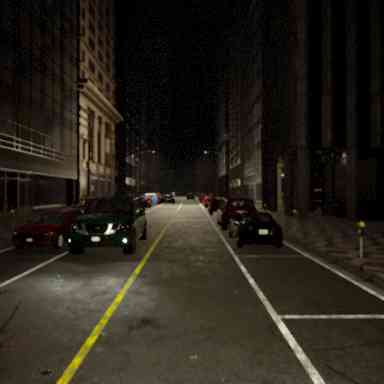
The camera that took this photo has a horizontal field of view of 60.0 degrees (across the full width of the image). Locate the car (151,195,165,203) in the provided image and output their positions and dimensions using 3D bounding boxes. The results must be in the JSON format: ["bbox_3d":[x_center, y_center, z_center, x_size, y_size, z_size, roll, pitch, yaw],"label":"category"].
[{"bbox_3d":[-6.055,1.226,59.308,2.008,1.369,4.403,1,0,0],"label":"car"}]

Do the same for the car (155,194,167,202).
[{"bbox_3d":[-6.075,1.184,64.932,1.887,1.381,4.507,1,0,0],"label":"car"}]

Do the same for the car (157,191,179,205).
[{"bbox_3d":[-3.150,0.941,43.321,1.994,1.385,4.181,0,0,0],"label":"car"}]

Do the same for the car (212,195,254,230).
[{"bbox_3d":[2.610,1.219,19.962,2.192,1.841,5.009,0,0,0],"label":"car"}]

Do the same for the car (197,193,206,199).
[{"bbox_3d":[2.392,1.070,81.831,2.008,1.369,4.403,1,0,0],"label":"car"}]

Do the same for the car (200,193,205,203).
[{"bbox_3d":[2.510,1.284,48.085,1.887,1.381,4.507,1,0,0],"label":"car"}]

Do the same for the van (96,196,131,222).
[{"bbox_3d":[-5.936,1.223,25.559,1.690,1.788,3.998,0,0,0],"label":"van"}]

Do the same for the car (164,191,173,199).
[{"bbox_3d":[-6.151,0.804,87.429,2.192,1.841,5.009,1,0,0],"label":"car"}]

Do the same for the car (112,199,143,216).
[{"bbox_3d":[-5.957,1.401,31.185,2.008,1.369,4.403,1,0,0],"label":"car"}]

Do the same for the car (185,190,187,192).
[{"bbox_3d":[-0.293,0.862,84.365,2.128,1.511,4.902,0,0,0],"label":"car"}]

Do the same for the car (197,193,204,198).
[{"bbox_3d":[2.352,1.026,93.081,1.802,1.307,4.206,1,0,0],"label":"car"}]

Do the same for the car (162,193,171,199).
[{"bbox_3d":[-6.134,1.071,81.806,1.887,1.381,4.507,1,0,0],"label":"car"}]

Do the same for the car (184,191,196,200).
[{"bbox_3d":[-0.258,1.117,74.364,1.994,1.385,4.181,0,0,0],"label":"car"}]

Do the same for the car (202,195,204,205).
[{"bbox_3d":[2.529,1.357,42.461,1.802,1.307,4.206,1,0,0],"label":"car"}]

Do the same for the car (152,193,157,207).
[{"bbox_3d":[-5.995,1.222,42.434,1.967,1.590,4.097,1,0,0],"label":"car"}]

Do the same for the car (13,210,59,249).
[{"bbox_3d":[-5.899,1.484,14.310,1.887,1.381,4.507,0,0,0],"label":"car"}]

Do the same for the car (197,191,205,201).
[{"bbox_3d":[2.473,0.983,59.332,2.192,1.841,5.009,1,0,0],"label":"car"}]

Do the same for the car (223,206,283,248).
[{"bbox_3d":[2.627,1.498,14.338,1.947,1.339,4.313,0,0,0],"label":"car"}]

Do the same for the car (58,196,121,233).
[{"bbox_3d":[-5.916,1.226,19.934,2.192,1.841,5.009,0,0,0],"label":"car"}]

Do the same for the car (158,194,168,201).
[{"bbox_3d":[-6.094,1.128,70.387,1.752,1.417,4.829,1,0,0],"label":"car"}]

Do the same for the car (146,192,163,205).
[{"bbox_3d":[-6.033,1.026,53.682,2.192,1.841,5.009,1,0,0],"label":"car"}]

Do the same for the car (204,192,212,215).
[{"bbox_3d":[2.571,1.158,31.210,2.192,1.841,5.009,1,0,0],"label":"car"}]

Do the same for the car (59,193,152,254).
[{"bbox_3d":[-3.140,1.165,13.510,2.150,2.045,5.566,0,0,-1],"label":"car"}]

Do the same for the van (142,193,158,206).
[{"bbox_3d":[-6.014,1.088,48.058,1.690,1.788,3.998,1,0,0],"label":"van"}]
